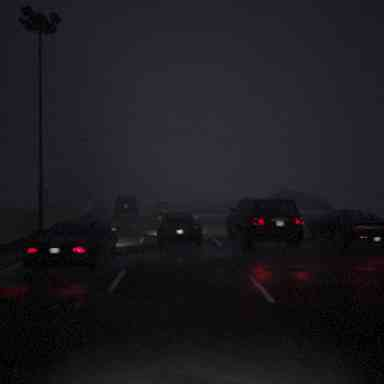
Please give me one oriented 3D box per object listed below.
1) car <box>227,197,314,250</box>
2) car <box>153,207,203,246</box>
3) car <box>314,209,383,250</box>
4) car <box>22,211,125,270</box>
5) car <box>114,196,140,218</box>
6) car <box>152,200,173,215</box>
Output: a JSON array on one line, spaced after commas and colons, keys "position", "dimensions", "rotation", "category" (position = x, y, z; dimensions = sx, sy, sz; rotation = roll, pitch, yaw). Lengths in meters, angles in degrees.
[{"position": [2.984, 1.240, 14.616], "dimensions": [2.150, 2.045, 5.566], "rotation": [0, 0, -4], "category": "car"}, {"position": [-0.642, 1.610, 15.712], "dimensions": [1.994, 1.385, 4.181], "rotation": [0, 0, -5], "category": "car"}, {"position": [6.489, 1.486, 14.339], "dimensions": [2.128, 1.511, 4.902], "rotation": [0, 0, -4], "category": "car"}, {"position": [-3.785, 1.603, 11.295], "dimensions": [2.033, 1.411, 5.357], "rotation": [0, 0, -4], "category": "car"}, {"position": [-6.139, 1.346, 31.322], "dimensions": [2.150, 2.045, 5.566], "rotation": [0, 0, -10], "category": "car"}, {"position": [-2.985, 1.586, 33.426], "dimensions": [1.882, 1.535, 5.008], "rotation": [0, 0, -10], "category": "car"}]
